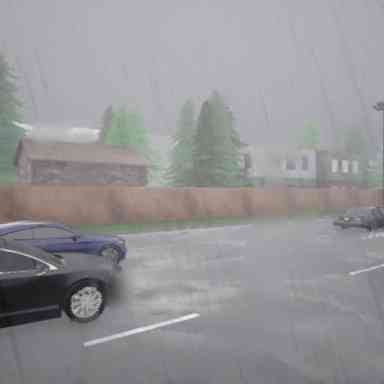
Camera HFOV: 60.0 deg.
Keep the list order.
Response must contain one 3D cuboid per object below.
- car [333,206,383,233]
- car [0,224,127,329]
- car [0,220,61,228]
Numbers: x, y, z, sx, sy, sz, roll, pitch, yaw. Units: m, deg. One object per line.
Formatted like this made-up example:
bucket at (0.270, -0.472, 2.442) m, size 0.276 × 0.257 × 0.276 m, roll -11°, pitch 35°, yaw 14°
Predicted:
car at (10.629, 1.554, 19.920) m, size 5.357 × 1.411 × 2.033 m, roll 0°, pitch 0°, yaw -35°
car at (-3.518, 1.505, 5.535) m, size 4.892 × 1.490 × 1.837 m, roll 0°, pitch 0°, yaw -35°
car at (-4.143, 1.527, 9.373) m, size 4.674 × 1.442 × 1.812 m, roll 0°, pitch 0°, yaw -35°
